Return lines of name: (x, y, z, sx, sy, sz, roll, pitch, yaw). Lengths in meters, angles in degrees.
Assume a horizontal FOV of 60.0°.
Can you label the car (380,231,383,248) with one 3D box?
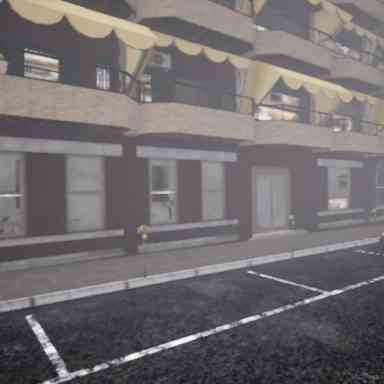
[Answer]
car: (9.046, 1.528, 13.030, 4.206, 1.307, 1.802, 0, -1, -36)
